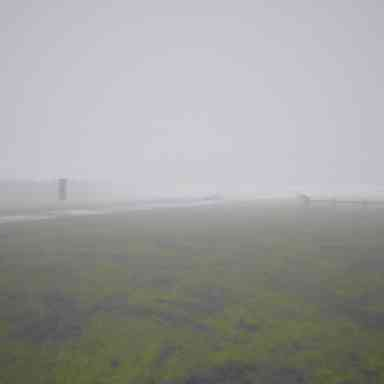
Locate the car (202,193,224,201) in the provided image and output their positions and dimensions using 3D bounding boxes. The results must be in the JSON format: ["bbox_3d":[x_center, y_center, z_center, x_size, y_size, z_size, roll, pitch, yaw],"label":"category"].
[{"bbox_3d":[3.759,0.852,58.860,2.033,1.411,5.357,0,1,31],"label":"car"}]
